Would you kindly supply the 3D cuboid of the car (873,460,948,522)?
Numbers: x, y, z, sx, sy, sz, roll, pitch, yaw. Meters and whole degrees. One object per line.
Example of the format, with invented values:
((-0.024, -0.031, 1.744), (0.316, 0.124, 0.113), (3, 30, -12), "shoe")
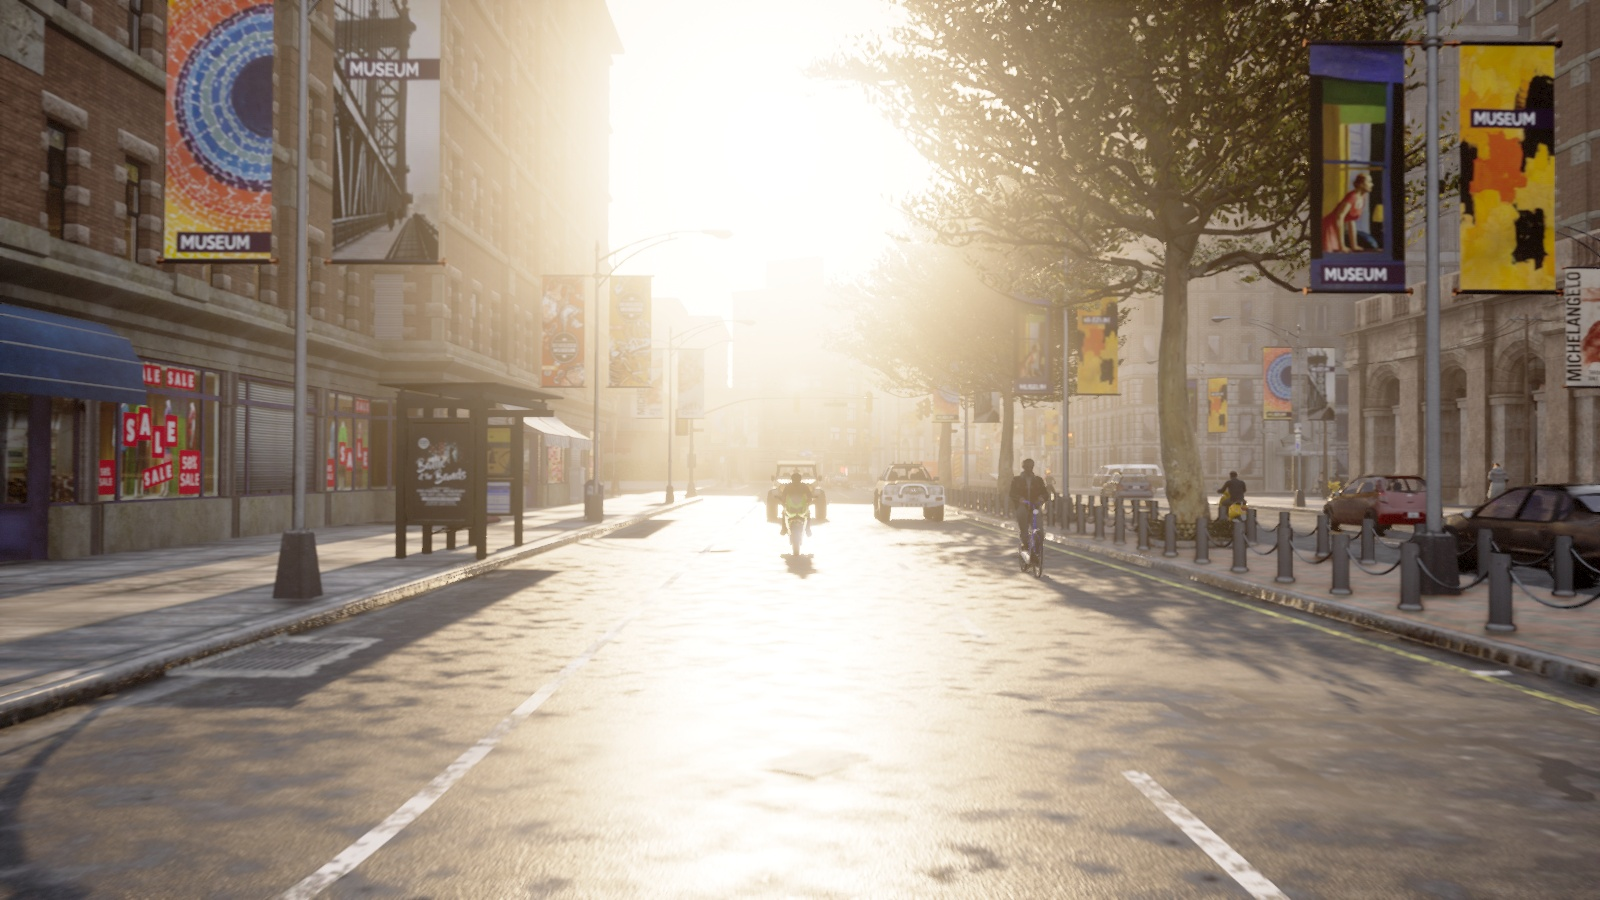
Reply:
((3.401, 1.253, 39.554), (1.932, 1.855, 4.605), (0, -1, 0), "car")

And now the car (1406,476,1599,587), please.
((11.453, 1.119, 18.908), (2.033, 1.411, 5.357), (0, -1, 0), "car")

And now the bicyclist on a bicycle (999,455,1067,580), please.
((3.453, 0.971, 18.724), (0.659, 1.776, 1.843), (0, -1, 0), "bicyclist on a bicycle")

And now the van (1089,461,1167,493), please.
((21.398, 1.771, 82.029), (4.480, 2.038, 2.069), (0, -1, -11), "van")

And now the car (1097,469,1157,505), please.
((14.842, 1.653, 57.231), (1.789, 1.549, 3.705), (0, -1, 0), "car")

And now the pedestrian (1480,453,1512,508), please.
((24.927, 1.094, 44.983), (0.659, 1.952, 0.873), (0, -1, 0), "pedestrian")

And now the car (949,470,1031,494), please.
((12.411, 2.085, 82.154), (4.792, 1.488, 2.163), (-1, -1, 37), "car")

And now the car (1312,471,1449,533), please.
((14.919, 1.291, 32.507), (1.845, 1.501, 3.633), (0, -1, 0), "car")

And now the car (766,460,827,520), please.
((-0.103, 1.274, 41.272), (1.905, 1.878, 3.866), (0, -1, 0), "car")

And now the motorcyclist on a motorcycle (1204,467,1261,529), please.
((11.417, 1.255, 33.203), (0.866, 1.590, 1.817), (0, -1, 0), "motorcyclist on a motorcycle")

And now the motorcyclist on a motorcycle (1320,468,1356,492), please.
((35.579, 1.988, 83.081), (2.044, 1.523, 0.797), (-1, -1, -1), "motorcyclist on a motorcycle")

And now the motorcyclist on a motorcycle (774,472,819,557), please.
((-0.059, 1.174, 23.488), (0.797, 1.523, 2.044), (0, -1, 0), "motorcyclist on a motorcycle")
